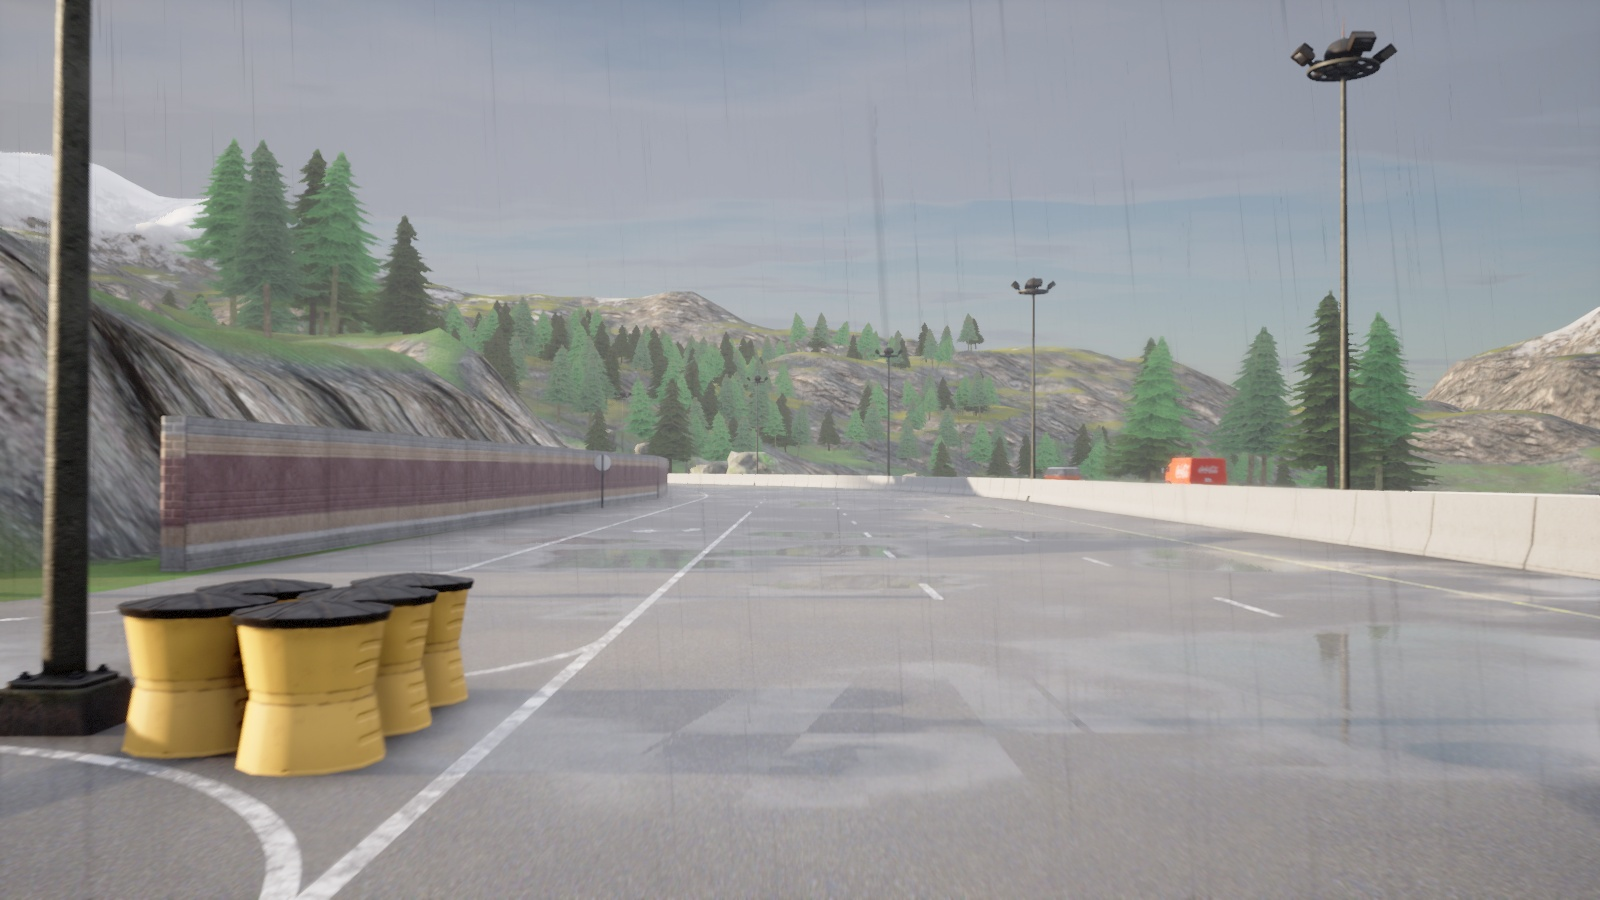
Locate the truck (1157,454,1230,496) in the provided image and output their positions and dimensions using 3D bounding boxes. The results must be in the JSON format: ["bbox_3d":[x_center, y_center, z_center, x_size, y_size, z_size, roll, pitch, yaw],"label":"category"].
[{"bbox_3d":[24.101,1.523,77.176,2.627,2.467,5.204,0,-1,-3],"label":"truck"}]
